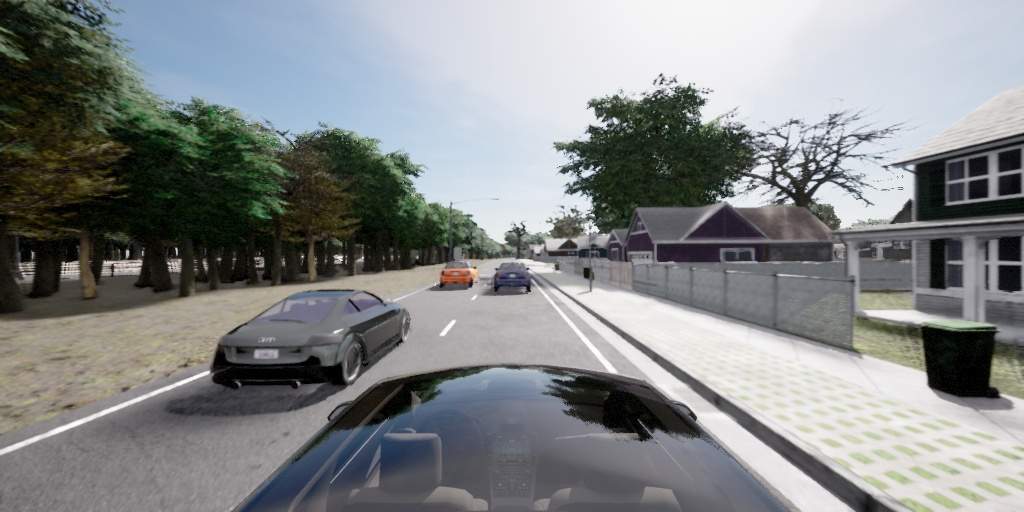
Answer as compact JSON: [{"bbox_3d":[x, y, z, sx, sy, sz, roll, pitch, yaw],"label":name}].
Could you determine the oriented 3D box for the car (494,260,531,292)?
[{"bbox_3d":[0.023,1.087,21.555,2.097,1.767,4.553,0,0,0],"label":"car"}]

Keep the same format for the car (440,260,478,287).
[{"bbox_3d":[-3.484,1.100,24.277,2.097,1.767,4.553,0,0,0],"label":"car"}]

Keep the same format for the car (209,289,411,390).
[{"bbox_3d":[-3.411,1.324,6.975,1.994,1.385,4.181,0,0,0],"label":"car"}]
